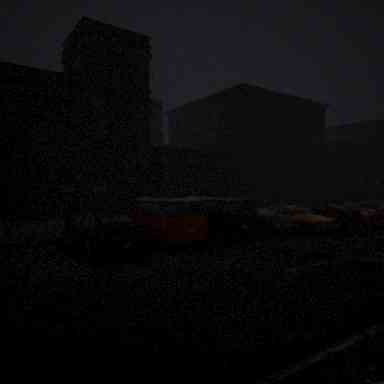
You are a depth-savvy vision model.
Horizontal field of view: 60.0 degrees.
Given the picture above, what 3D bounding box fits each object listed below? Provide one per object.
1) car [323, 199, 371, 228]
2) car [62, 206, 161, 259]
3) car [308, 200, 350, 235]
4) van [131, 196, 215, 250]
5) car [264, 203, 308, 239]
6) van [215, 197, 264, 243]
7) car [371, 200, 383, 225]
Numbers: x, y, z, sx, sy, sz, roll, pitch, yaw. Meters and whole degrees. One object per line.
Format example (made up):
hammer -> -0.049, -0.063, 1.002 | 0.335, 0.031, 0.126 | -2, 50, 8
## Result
car -> 7.857, 1.422, 20.623 | 2.097, 1.535, 5.008 | 0, 0, -35
car -> -3.461, 1.441, 12.559 | 2.231, 1.521, 4.892 | 0, 0, -35
car -> 5.698, 1.424, 18.864 | 1.946, 1.575, 5.366 | 0, 0, -35
van -> -1.269, 1.211, 14.272 | 1.878, 1.987, 4.442 | 0, 0, -35
car -> 3.325, 1.471, 17.404 | 2.002, 1.452, 4.674 | 0, 0, -35
van -> 0.995, 1.208, 15.884 | 1.878, 1.987, 4.442 | 0, 0, -35
car -> 10.099, 1.293, 22.265 | 2.185, 1.767, 4.553 | 0, 0, -35
